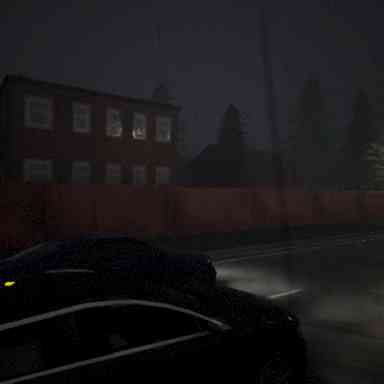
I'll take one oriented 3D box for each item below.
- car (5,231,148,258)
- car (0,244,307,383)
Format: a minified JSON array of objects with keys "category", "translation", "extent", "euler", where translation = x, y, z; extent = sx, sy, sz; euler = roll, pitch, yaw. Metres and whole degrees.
[{"category":"car","translation":[-1.632,1.550,6.880],"extent":[4.674,1.442,1.812],"euler":[1,0,-36]},{"category":"car","translation":[-0.942,1.500,3.073],"extent":[4.902,1.511,2.128],"euler":[1,0,-35]}]
